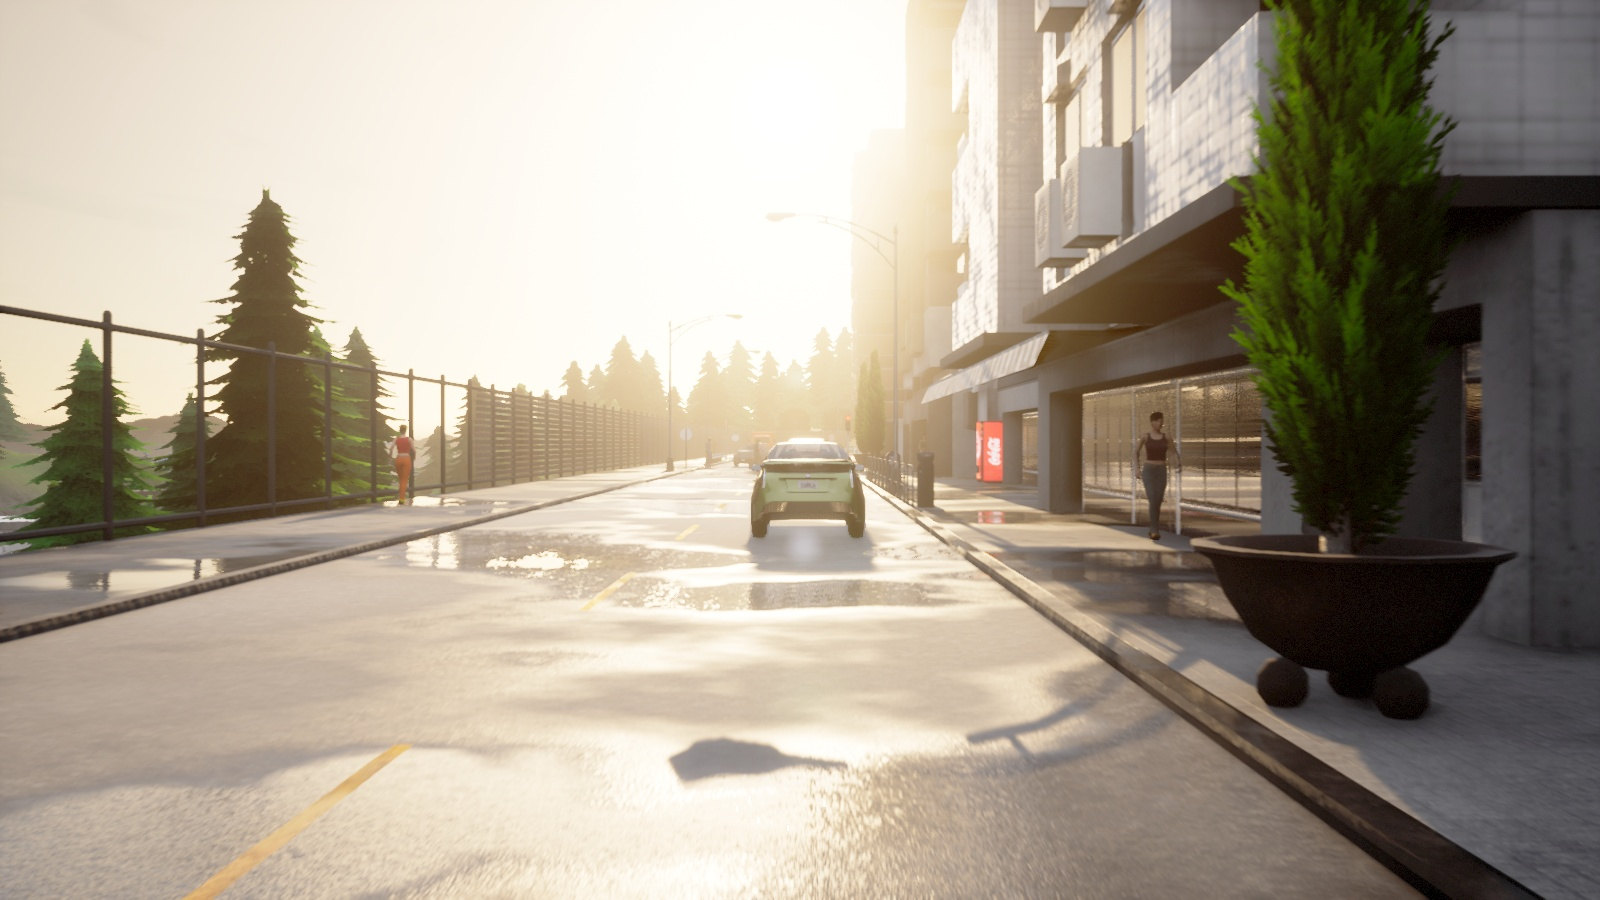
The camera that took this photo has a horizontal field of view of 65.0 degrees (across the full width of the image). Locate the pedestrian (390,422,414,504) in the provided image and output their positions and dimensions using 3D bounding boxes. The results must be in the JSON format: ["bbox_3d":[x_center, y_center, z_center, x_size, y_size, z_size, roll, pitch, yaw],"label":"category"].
[{"bbox_3d":[-9.005,0.289,28.423,0.345,1.836,0.594,0,0,0],"label":"pedestrian"}]

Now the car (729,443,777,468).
[{"bbox_3d":[-2.906,0.314,78.782,1.845,1.501,3.633,0,0,19],"label":"car"}]

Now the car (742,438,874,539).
[{"bbox_3d":[0.134,0.573,21.328,2.007,1.525,4.514,0,0,0],"label":"car"}]

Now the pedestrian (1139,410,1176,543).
[{"bbox_3d":[4.985,0.362,17.508,0.345,1.836,0.594,0,0,0],"label":"pedestrian"}]

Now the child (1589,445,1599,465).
[{"bbox_3d":[49.777,0.333,78.758,0.437,1.263,0.270,0,0,6],"label":"child"}]
